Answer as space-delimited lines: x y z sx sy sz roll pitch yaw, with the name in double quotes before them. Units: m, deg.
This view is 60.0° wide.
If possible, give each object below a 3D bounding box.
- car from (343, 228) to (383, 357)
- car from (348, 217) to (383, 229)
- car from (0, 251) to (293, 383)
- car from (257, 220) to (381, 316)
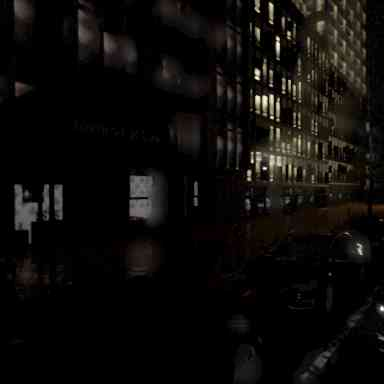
"car" 4.268 1.489 5.377 2.128 1.511 4.902 0 0 39
"car" 6.213 1.578 11.967 1.802 1.307 4.206 -1 0 39
"car" -0.885 1.544 3.088 1.887 1.381 4.507 -1 0 39
"car" 2.663 1.548 7.528 2.008 1.369 4.403 -1 0 39
